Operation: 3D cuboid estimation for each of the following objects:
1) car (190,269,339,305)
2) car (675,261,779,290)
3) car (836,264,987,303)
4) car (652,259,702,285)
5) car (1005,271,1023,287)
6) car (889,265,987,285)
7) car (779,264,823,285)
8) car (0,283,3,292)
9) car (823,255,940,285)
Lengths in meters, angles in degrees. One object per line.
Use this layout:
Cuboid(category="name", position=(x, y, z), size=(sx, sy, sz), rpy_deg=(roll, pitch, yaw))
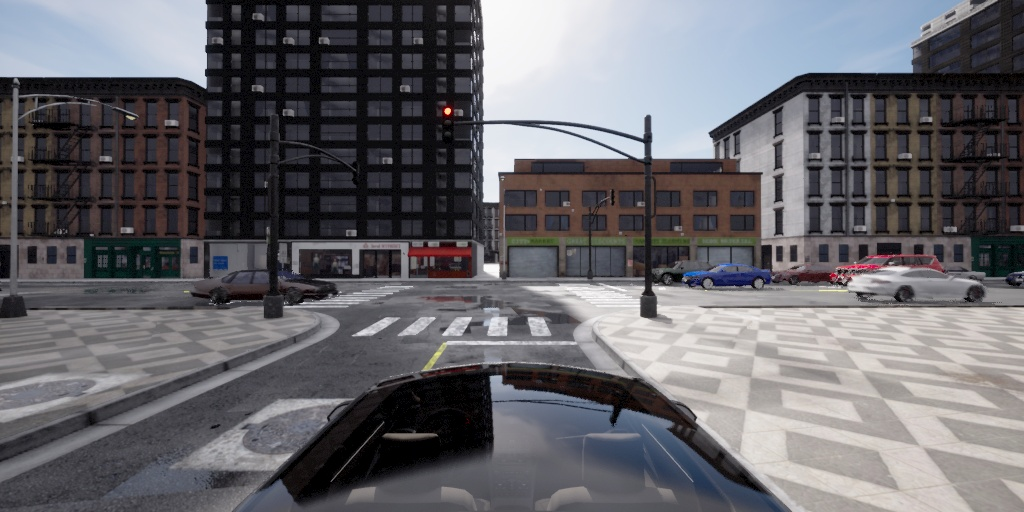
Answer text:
Cuboid(category="car", position=(-10.404, 1.278, 15.274), size=(5.357, 1.411, 2.033), rpy_deg=(0, 0, 0))
Cuboid(category="car", position=(13.100, 1.219, 22.041), size=(5.008, 1.535, 1.882), rpy_deg=(0, 0, -2))
Cuboid(category="car", position=(17.176, 1.202, 15.364), size=(4.674, 1.442, 1.812), rpy_deg=(0, 0, 0))
Cuboid(category="car", position=(11.961, 1.123, 25.299), size=(4.553, 1.767, 2.097), rpy_deg=(0, 0, 0))
Cuboid(category="car", position=(33.626, 1.224, 22.108), size=(4.674, 1.442, 1.812), rpy_deg=(0, 0, 0))
Cuboid(category="car", position=(29.993, 1.335, 25.347), size=(4.718, 1.301, 1.895), rpy_deg=(0, 0, 0))
Cuboid(category="car", position=(20.789, 1.279, 25.312), size=(4.674, 1.442, 1.812), rpy_deg=(0, 0, 0))
Cuboid(category="car", position=(-25.086, 1.360, 15.227), size=(4.718, 1.301, 1.895), rpy_deg=(0, 0, 0))
Cuboid(category="car", position=(23.026, 0.942, 22.084), size=(5.566, 2.045, 2.150), rpy_deg=(0, 0, 0))
